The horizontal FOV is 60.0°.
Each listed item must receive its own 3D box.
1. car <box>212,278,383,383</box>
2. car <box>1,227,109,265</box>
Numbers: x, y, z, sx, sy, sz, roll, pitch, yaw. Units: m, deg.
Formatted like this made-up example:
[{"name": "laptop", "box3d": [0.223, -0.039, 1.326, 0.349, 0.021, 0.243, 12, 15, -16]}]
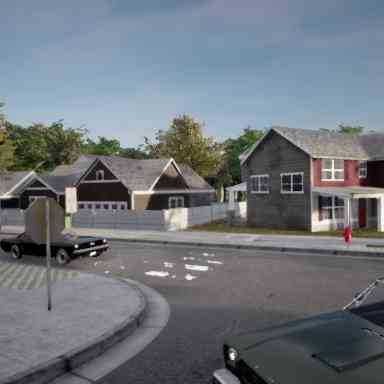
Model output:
[{"name": "car", "box3d": [2.614, 1.600, 3.356, 4.718, 1.301, 1.895, 0, 0, -26]}, {"name": "car", "box3d": [-5.766, 2.138, 13.965, 4.718, 1.301, 1.895, -2, 0, 30]}]
